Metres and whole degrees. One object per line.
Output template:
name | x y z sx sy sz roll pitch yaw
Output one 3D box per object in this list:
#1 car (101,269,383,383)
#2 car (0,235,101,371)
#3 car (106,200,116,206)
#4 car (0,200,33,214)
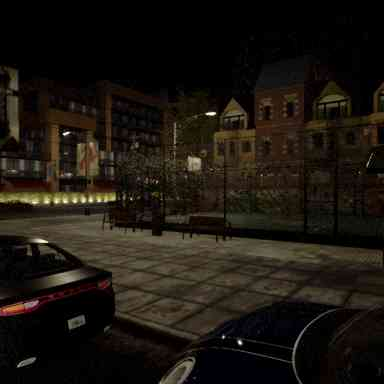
car | 1.858 1.354 1.986 4.553 1.767 2.185 0 0 35
car | -3.469 1.480 5.582 5.008 1.535 2.097 0 0 35
car | -11.502 1.601 53.691 1.895 1.301 4.718 0 0 35
car | -19.547 1.564 36.025 1.994 1.385 4.181 0 0 35
